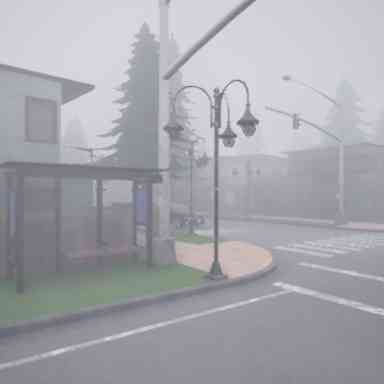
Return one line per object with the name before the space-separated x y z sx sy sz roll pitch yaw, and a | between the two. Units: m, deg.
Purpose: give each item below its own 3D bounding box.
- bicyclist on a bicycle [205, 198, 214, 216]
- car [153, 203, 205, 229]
bicyclist on a bicycle | 1.723 1.329 29.942 0.582 1.620 1.656 0 0 44
car | -1.227 1.514 21.912 1.837 1.490 4.892 0 0 -43
